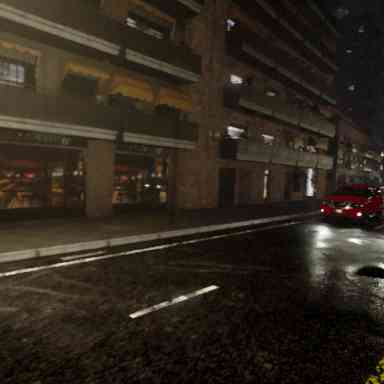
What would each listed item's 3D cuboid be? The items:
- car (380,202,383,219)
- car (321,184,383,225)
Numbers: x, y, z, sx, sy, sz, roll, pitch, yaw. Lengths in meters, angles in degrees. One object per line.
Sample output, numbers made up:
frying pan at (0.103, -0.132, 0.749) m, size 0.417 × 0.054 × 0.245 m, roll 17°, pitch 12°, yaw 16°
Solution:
car at (10.692, 1.104, 15.811) m, size 1.882 × 1.535 × 5.008 m, roll 5°, pitch 4°, yaw 41°
car at (9.409, 0.599, 19.246) m, size 2.150 × 2.045 × 5.566 m, roll 5°, pitch 4°, yaw 40°
